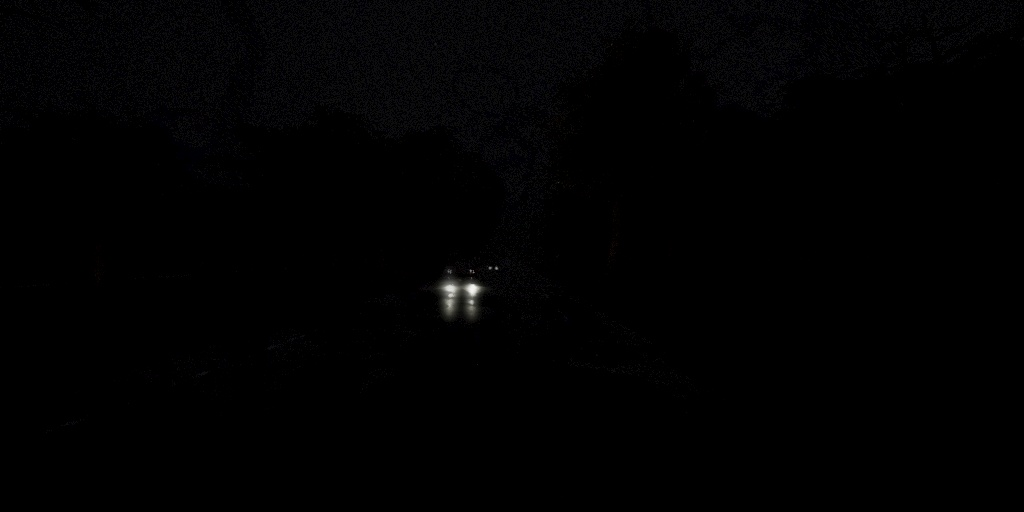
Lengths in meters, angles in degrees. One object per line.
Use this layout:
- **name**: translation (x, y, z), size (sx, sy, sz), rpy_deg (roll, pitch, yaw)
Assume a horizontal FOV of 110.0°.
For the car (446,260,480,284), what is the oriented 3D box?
- **car**: translation (-3.601, 1.108, 27.133), size (2.097, 1.767, 4.553), rpy_deg (0, 0, 0)
